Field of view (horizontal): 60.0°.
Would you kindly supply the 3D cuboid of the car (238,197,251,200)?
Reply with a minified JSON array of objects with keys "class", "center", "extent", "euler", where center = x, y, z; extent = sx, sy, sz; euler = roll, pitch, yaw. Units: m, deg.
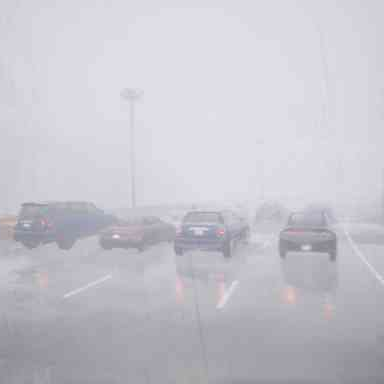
[{"class":"car","center":[12.878,1.779,73.010],"extent":[2.128,1.511,4.902],"euler":[-1,0,41]}]

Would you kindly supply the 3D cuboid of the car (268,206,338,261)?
[{"class":"car","center":[4.338,1.499,12.471],"extent":[2.128,1.511,4.902],"euler":[-1,0,20]}]

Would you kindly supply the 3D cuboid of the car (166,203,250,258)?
[{"class":"car","center":[0.964,1.422,13.452],"extent":[2.097,1.767,4.553],"euler":[-1,-1,20]}]

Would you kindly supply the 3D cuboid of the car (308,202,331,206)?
[{"class":"car","center":[9.612,1.475,24.978],"extent":[1.882,1.535,5.008],"euler":[-1,0,26]}]

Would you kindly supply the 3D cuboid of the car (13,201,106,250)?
[{"class":"car","center":[-5.655,1.418,15.749],"extent":[2.150,2.045,5.566],"euler":[-1,0,20]}]

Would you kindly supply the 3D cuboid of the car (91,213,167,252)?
[{"class":"car","center":[-2.248,1.701,14.828],"extent":[1.994,1.385,4.181],"euler":[-1,0,20]}]

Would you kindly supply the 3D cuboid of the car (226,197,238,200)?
[{"class":"car","center":[10.415,1.864,75.498],"extent":[1.994,1.385,4.181],"euler":[-1,0,41]}]

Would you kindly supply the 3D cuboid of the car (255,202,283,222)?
[{"class":"car","center":[6.371,1.555,26.325],"extent":[2.128,1.511,4.902],"euler":[-1,0,26]}]

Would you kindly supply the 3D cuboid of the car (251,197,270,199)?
[{"class":"car","center":[15.348,1.732,70.515],"extent":[2.033,1.411,5.357],"euler":[-1,0,41]}]

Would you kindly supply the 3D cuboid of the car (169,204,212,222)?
[{"class":"car","center":[-0.032,1.792,29.171],"extent":[1.895,1.301,4.718],"euler":[-1,0,26]}]

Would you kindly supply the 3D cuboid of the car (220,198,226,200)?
[{"class":"car","center":[7.933,1.964,77.963],"extent":[1.895,1.301,4.718],"euler":[-1,0,41]}]
